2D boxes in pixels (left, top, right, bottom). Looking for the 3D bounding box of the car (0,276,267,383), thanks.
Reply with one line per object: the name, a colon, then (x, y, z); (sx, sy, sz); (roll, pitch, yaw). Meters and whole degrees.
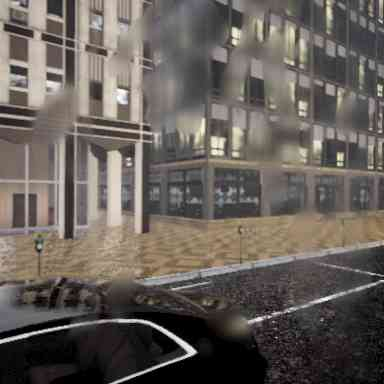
car: (-1.606, 1.504, 2.231); (4.892, 1.490, 1.837); (1, 0, -36)
